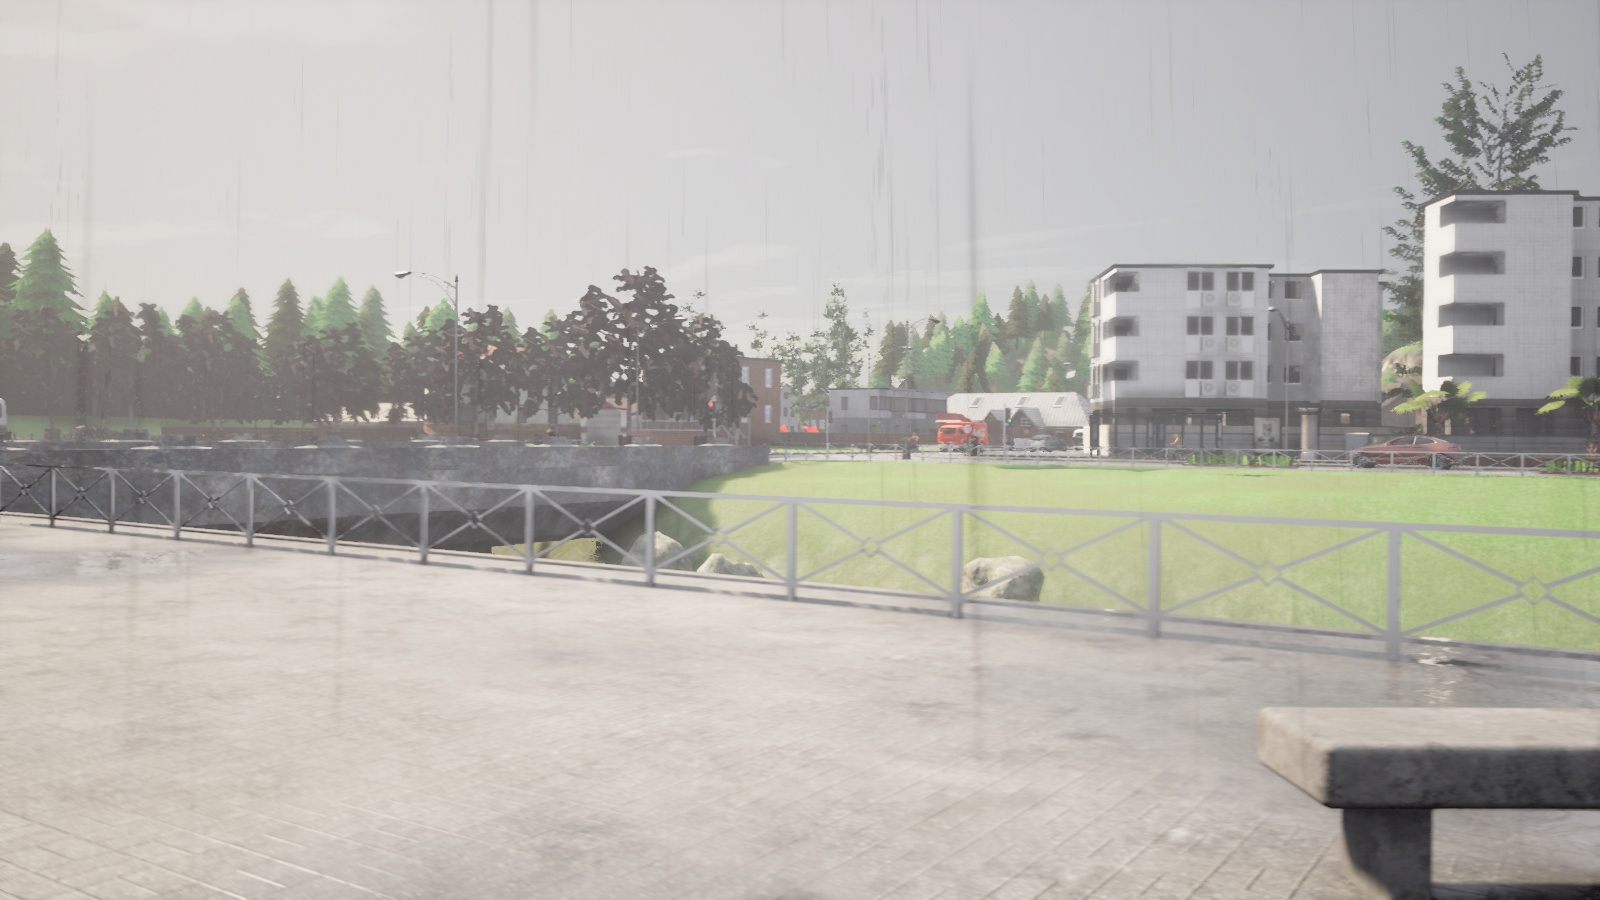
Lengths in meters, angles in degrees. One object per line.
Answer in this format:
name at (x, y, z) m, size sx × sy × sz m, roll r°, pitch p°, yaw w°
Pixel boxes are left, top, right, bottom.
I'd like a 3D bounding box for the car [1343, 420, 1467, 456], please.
car at (28.567, -0.558, 59.327) m, size 5.027 × 1.651 × 2.152 m, roll 0°, pitch 1°, yaw 34°
